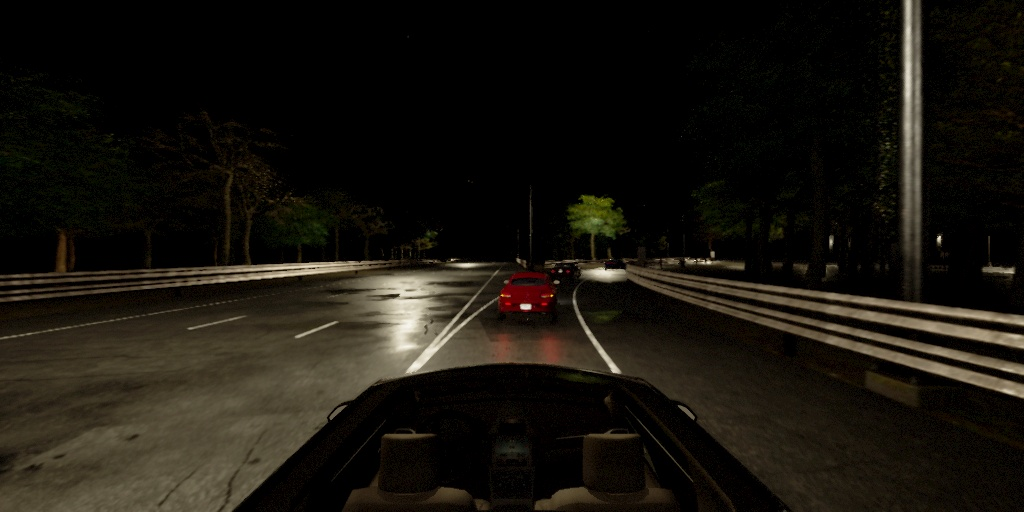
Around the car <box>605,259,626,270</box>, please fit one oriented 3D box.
[{"bbox_3d":[14.717,1.183,50.616,1.882,1.535,5.008,0,0,34],"label":"car"}]

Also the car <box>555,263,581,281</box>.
[{"bbox_3d":[4.598,1.270,30.398,2.033,1.411,5.357,0,0,19],"label":"car"}]

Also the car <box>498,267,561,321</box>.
[{"bbox_3d":[0.658,1.273,12.447,1.812,1.442,4.674,0,0,7],"label":"car"}]
